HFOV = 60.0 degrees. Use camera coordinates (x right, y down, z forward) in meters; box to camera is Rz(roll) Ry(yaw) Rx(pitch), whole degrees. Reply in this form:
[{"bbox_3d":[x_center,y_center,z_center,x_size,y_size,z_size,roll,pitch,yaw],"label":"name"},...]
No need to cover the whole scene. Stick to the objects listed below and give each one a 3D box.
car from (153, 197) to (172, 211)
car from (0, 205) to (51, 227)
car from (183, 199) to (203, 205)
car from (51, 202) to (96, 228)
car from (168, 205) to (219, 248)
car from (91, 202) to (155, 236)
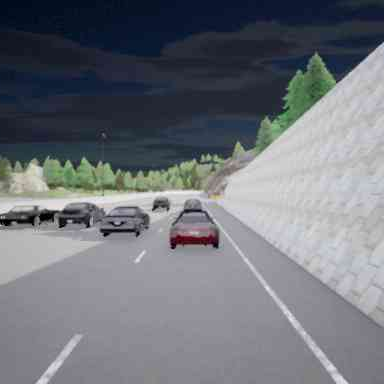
[{"bbox_3d":[-3.412,1.329,38.046,1.837,1.490,4.892,0,0,0],"label":"car"},{"bbox_3d":[-10.406,1.500,21.723,1.895,1.301,4.718,0,0,0],"label":"car"},{"bbox_3d":[0.090,1.397,32.593,2.033,1.411,5.357,0,0,0],"label":"car"},{"bbox_3d":[-6.907,1.406,21.250,1.837,1.490,4.892,0,0,0],"label":"car"},{"bbox_3d":[0.096,1.497,14.487,1.994,1.385,4.181,0,0,0],"label":"car"},{"bbox_3d":[-3.405,1.465,17.682,2.033,1.411,5.357,0,0,0],"label":"car"}]
